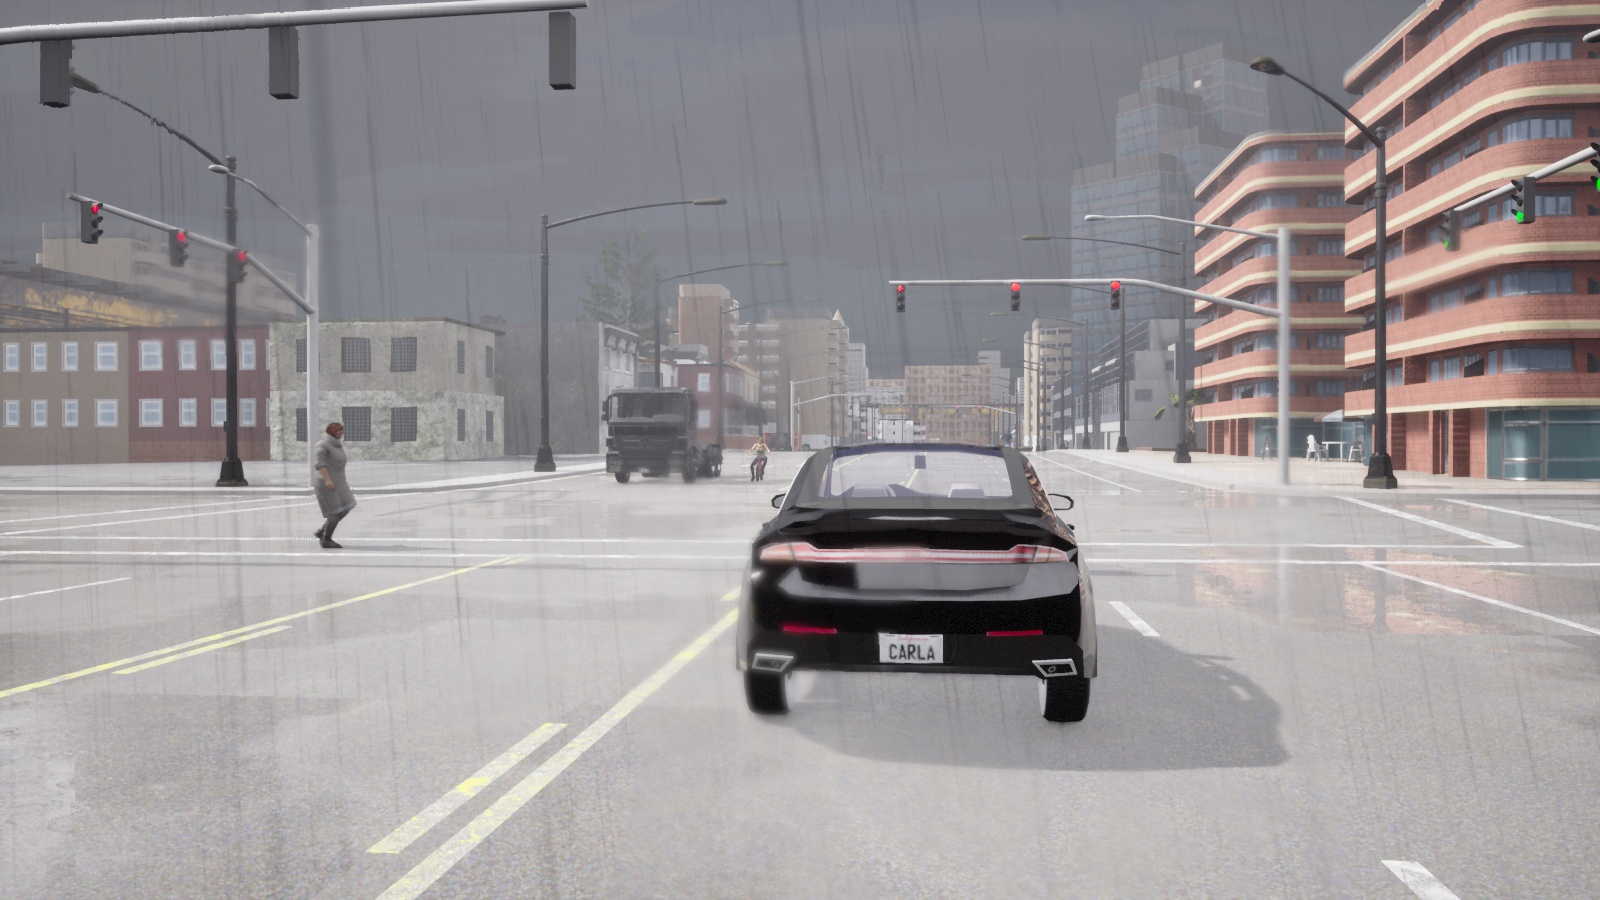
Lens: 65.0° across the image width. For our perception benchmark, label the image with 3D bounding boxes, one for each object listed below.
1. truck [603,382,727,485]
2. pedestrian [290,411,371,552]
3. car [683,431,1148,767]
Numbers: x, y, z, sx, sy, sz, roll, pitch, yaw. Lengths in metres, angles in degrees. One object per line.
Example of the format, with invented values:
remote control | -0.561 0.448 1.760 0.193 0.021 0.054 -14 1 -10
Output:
truck | -4.788 -0.636 46.411 2.891 3.462 7.936 0 1 6
pedestrian | -6.608 0.436 17.707 0.873 1.952 0.659 0 0 2
car | 0.778 0.657 8.211 2.128 1.511 4.902 0 0 6
